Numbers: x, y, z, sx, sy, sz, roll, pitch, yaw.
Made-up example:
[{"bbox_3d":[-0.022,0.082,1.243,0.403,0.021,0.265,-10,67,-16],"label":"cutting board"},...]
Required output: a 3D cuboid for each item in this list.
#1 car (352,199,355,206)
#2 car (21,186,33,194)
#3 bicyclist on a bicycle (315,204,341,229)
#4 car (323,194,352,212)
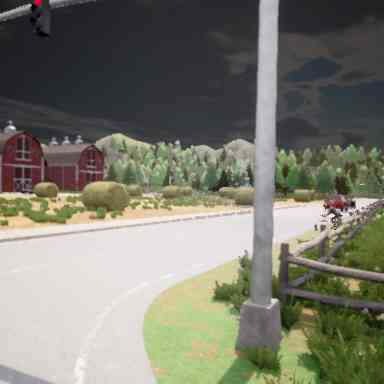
[{"bbox_3d":[22.973,1.636,49.230,2.128,1.511,4.902,2,1,32],"label":"car"},{"bbox_3d":[-37.871,-0.440,76.783,1.905,1.878,3.866,7,1,-14],"label":"car"},{"bbox_3d":[7.691,1.498,18.436,1.656,1.620,0.582,2,1,32],"label":"bicyclist on a bicycle"},{"bbox_3d":[17.581,1.309,40.583,2.150,2.045,5.566,2,1,33],"label":"car"}]
